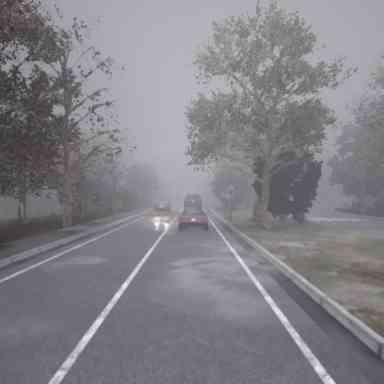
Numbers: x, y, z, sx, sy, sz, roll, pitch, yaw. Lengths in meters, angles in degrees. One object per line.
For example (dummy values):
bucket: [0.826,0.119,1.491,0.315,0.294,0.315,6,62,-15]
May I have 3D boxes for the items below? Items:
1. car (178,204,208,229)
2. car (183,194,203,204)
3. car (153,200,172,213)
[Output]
car: [0.097,1.753,23.049,1.994,1.385,4.181,0,-1,0]
car: [0.114,1.476,40.296,2.150,2.045,5.566,0,-7,0]
car: [-3.328,1.678,38.588,2.128,1.511,4.902,1,-6,0]
